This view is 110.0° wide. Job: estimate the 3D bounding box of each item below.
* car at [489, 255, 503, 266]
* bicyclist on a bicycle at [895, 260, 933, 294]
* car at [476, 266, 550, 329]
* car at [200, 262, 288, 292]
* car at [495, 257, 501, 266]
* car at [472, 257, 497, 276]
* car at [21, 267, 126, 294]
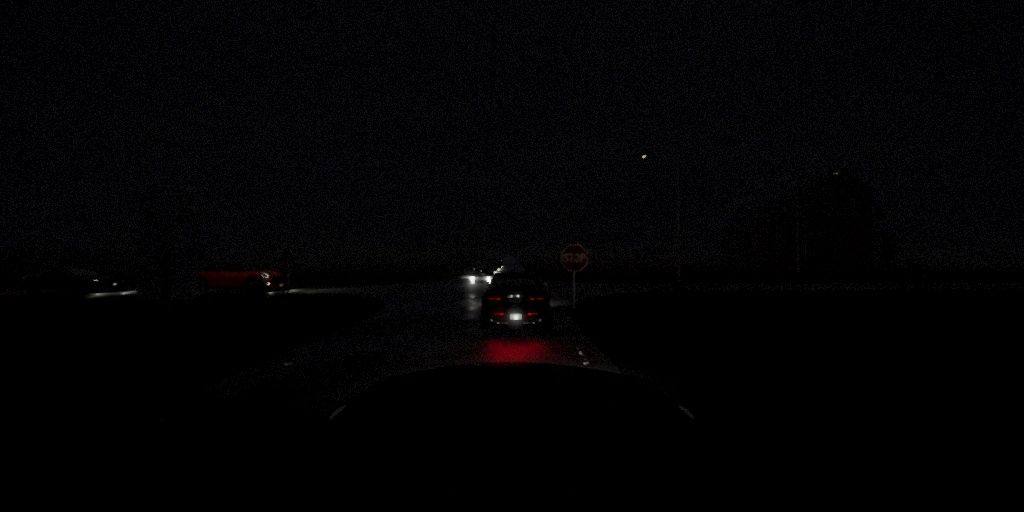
[{"bbox_3d":[-2.842,0.848,57.318,2.150,2.045,5.566,0,0,1],"label":"car"},{"bbox_3d":[19.945,1.050,17.820,0.582,1.620,1.656,0,0,0],"label":"bicyclist on a bicycle"},{"bbox_3d":[0.097,1.230,11.157,1.837,1.490,4.892,0,0,0],"label":"car"},{"bbox_3d":[-15.464,1.114,20.614,4.553,1.767,2.097,0,-1,1],"label":"car"},{"bbox_3d":[-2.849,1.194,46.889,2.033,1.411,5.357,0,0,0],"label":"car"},{"bbox_3d":[-2.901,1.173,36.282,1.837,1.490,4.892,0,0,1],"label":"car"},{"bbox_3d":[-25.140,1.363,20.601,4.674,1.442,1.812,0,-1,0],"label":"car"}]
